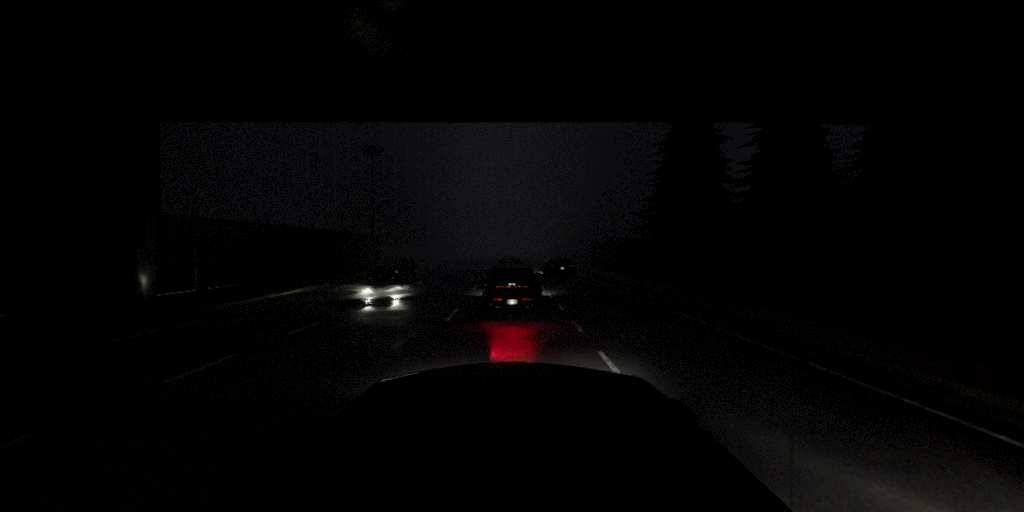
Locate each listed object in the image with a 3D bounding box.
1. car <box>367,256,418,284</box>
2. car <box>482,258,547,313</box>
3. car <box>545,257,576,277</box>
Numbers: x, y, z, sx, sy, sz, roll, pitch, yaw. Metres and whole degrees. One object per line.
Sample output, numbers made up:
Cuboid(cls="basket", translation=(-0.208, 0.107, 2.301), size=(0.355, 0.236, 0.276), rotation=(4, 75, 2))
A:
Cuboid(cls="car", translation=(-7.242, 0.772, 22.178), size=(1.882, 1.535, 5.008), rotation=(0, 1, 0))
Cuboid(cls="car", translation=(-0.004, 1.006, 12.624), size=(1.837, 1.490, 4.892), rotation=(0, 1, 0))
Cuboid(cls="car", translation=(3.388, 0.749, 26.195), size=(1.994, 1.385, 4.181), rotation=(0, 1, 0))
